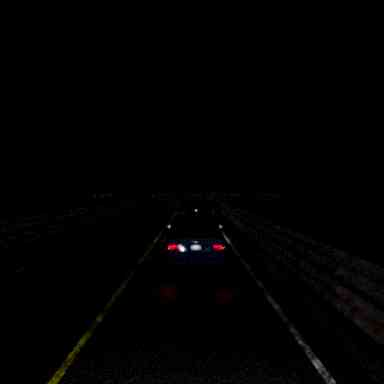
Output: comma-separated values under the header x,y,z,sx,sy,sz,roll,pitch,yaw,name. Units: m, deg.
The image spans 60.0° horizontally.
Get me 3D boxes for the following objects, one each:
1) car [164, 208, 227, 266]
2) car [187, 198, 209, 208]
x,y,z,sx,sy,sz,roll,pitch,yaw,name
0.099,1.495,11.262,2.033,1.411,5.357,0,0,0,car
0.537,1.358,31.418,1.837,1.490,4.892,0,0,4,car
